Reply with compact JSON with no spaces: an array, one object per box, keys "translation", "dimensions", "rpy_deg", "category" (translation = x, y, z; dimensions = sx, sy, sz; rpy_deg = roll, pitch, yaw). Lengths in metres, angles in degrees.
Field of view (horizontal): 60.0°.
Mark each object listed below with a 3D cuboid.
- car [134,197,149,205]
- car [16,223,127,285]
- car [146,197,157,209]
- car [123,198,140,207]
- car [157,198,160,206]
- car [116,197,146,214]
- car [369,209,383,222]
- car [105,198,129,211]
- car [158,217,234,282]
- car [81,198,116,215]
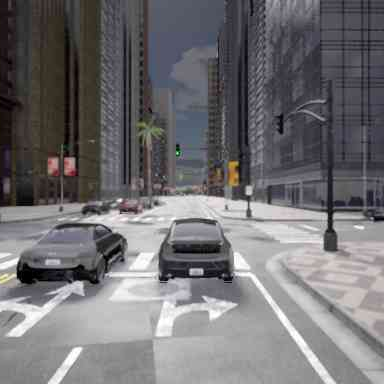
[{"translation":[-9.761,1.710,64.658],"dimensions":[2.033,1.411,5.357],"rpy_deg":[0,0,0],"category":"car"},{"translation":[-3.151,1.563,9.532],"dimensions":[1.994,1.385,4.181],"rpy_deg":[0,0,0],"category":"car"},{"translation":[-6.578,1.442,46.386],"dimensions":[2.097,1.767,4.553],"rpy_deg":[0,0,0],"category":"car"},{"translation":[-9.764,1.683,54.064],"dimensions":[1.994,1.385,4.181],"rpy_deg":[0,0,1],"category":"car"},{"translation":[-6.510,1.729,56.386],"dimensions":[1.895,1.301,4.718],"rpy_deg":[0,0,0],"category":"car"},{"translation":[-6.602,1.537,36.348],"dimensions":[1.882,1.535,5.008],"rpy_deg":[0,0,0],"category":"car"},{"translation":[15.180,1.540,24.054],"dimensions":[4.313,1.339,1.947],"rpy_deg":[0,0,-1],"category":"car"},{"translation":[-9.840,1.574,44.178],"dimensions":[2.128,1.511,4.902],"rpy_deg":[0,0,0],"category":"car"},{"translation":[0.097,1.505,9.707],"dimensions":[1.837,1.490,4.892],"rpy_deg":[0,0,0],"category":"car"},{"translation":[-9.856,1.603,34.623],"dimensions":[2.033,1.411,5.357],"rpy_deg":[0,0,0],"category":"car"}]
